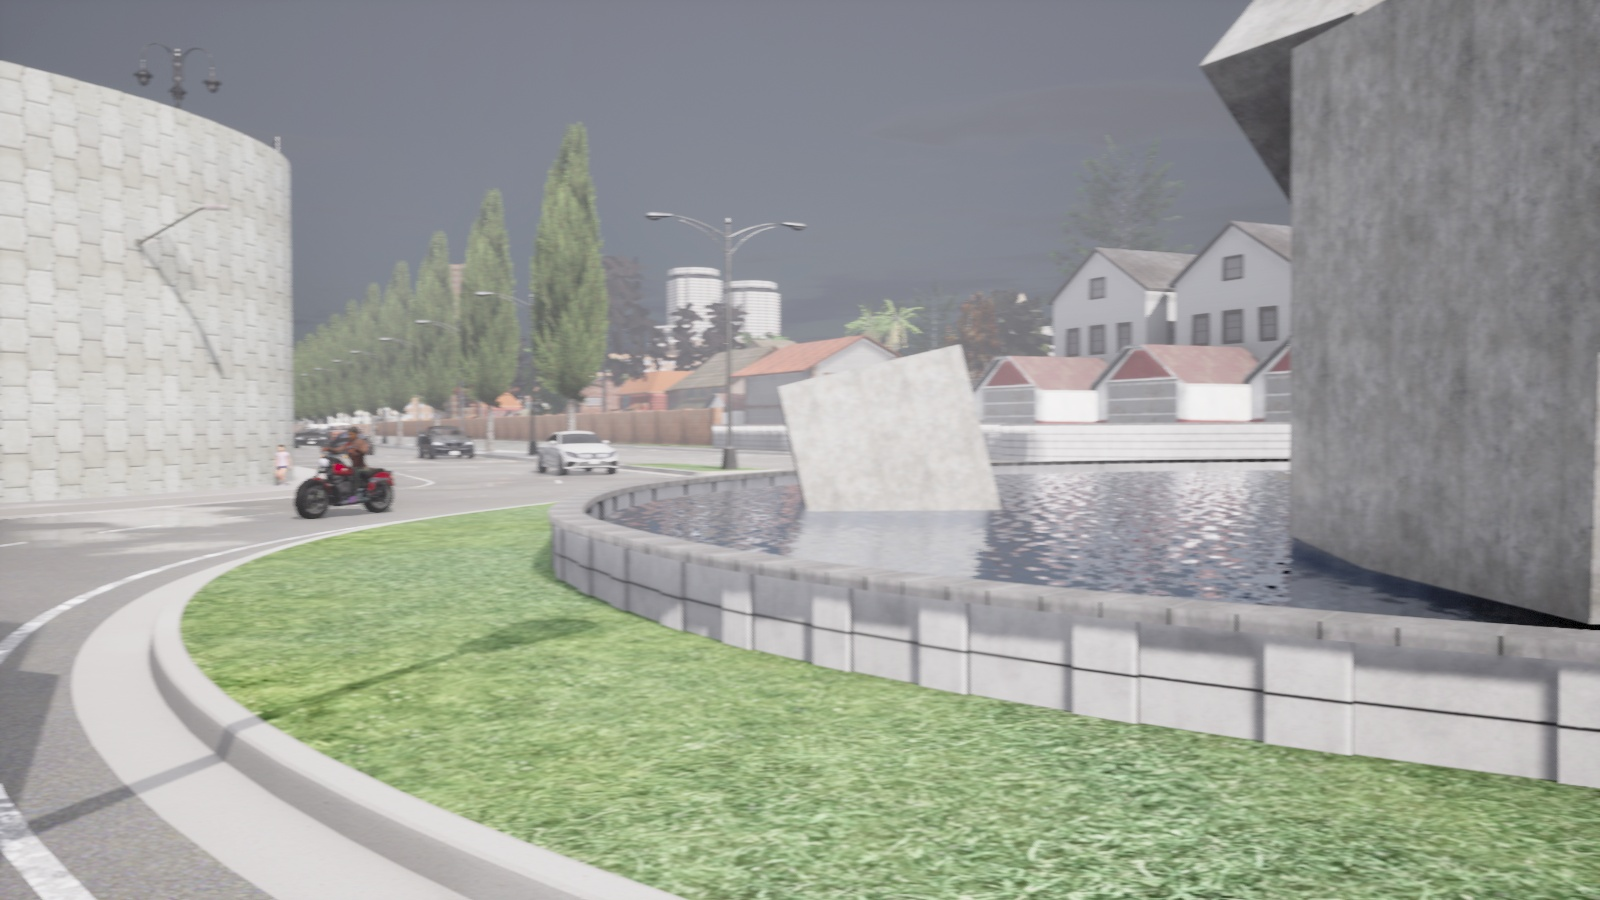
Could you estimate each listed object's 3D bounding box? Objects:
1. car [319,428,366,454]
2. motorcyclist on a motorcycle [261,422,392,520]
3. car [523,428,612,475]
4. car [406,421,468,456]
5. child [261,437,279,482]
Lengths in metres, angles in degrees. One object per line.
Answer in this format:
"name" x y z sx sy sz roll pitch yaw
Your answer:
"car" -25.541 -0.531 69.979 1.994 1.385 4.181 -1 1 -27
"motorcyclist on a motorcycle" -8.331 0.324 22.223 0.766 1.649 2.350 1 1 22
"car" -7.782 0.014 41.689 1.812 1.442 4.674 0 1 -25
"car" -18.327 -0.608 63.249 2.242 1.667 4.611 0 1 -26
"child" -13.049 0.230 30.943 0.255 1.110 0.394 0 1 2
